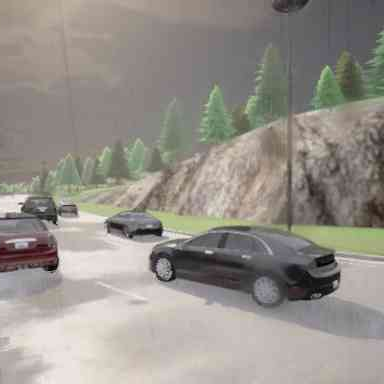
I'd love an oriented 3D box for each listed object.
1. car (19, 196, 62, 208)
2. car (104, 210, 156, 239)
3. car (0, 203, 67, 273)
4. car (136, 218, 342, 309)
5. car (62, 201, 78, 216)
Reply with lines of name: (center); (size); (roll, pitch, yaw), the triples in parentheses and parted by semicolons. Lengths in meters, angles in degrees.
car: (-11.462, 1.335, 24.746); (2.150, 2.045, 5.566); (0, 0, -31)
car: (-3.286, 1.673, 18.303); (1.994, 1.385, 4.181); (0, 0, -35)
car: (-5.816, 1.395, 10.149); (2.097, 1.767, 4.553); (1, -1, -42)
car: (0.991, 1.566, 8.132); (4.892, 1.490, 1.837); (0, 0, 41)
car: (-13.315, 1.663, 34.891); (2.128, 1.511, 4.902); (0, 0, -30)
